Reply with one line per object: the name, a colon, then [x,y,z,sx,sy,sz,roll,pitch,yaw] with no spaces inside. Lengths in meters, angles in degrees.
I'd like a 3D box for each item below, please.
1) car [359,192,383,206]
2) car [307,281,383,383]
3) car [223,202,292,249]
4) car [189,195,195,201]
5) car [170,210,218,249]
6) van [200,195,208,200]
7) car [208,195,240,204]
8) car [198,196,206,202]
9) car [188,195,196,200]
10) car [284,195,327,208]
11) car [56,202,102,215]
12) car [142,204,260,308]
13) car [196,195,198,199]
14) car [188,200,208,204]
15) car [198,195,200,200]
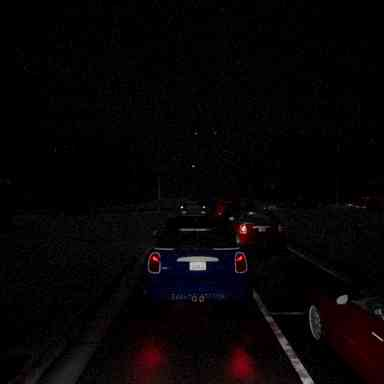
car: [22.507,0.764,39.871,4.553,1.767,2.097,-1,1,0]
car: [2.628,1.581,3.553,1.802,1.307,4.206,-1,0,0]
car: [2.622,1.441,14.358,1.967,1.590,4.097,-1,0,0]
car: [-0.035,1.668,92.052,1.812,1.442,4.674,0,0,0]
car: [0.088,1.602,15.441,1.895,1.301,4.718,0,0,0]
van: [2.605,1.381,51.524,1.690,1.788,3.998,-1,0,0]
car: [2.616,1.323,25.162,2.192,1.841,5.009,-1,0,0]
car: [2.595,1.663,83.962,1.887,1.381,4.507,-1,0,0]
car: [-0.031,1.636,81.652,2.128,1.511,4.902,0,0,0]
car: [13.555,1.132,39.866,4.892,1.490,1.837,-1,1,0]
car: [-12.476,1.826,36.895,4.902,1.511,2.128,-2,1,1]
car: [0.066,1.352,8.106,2.097,1.767,4.553,0,0,-1]
car: [2.597,1.653,78.555,2.008,1.369,4.403,-1,0,0]
car: [0.091,1.572,25.563,1.994,1.385,4.181,0,0,-1]
car: [2.602,1.365,56.930,2.192,1.841,5.009,-1,0,0]
